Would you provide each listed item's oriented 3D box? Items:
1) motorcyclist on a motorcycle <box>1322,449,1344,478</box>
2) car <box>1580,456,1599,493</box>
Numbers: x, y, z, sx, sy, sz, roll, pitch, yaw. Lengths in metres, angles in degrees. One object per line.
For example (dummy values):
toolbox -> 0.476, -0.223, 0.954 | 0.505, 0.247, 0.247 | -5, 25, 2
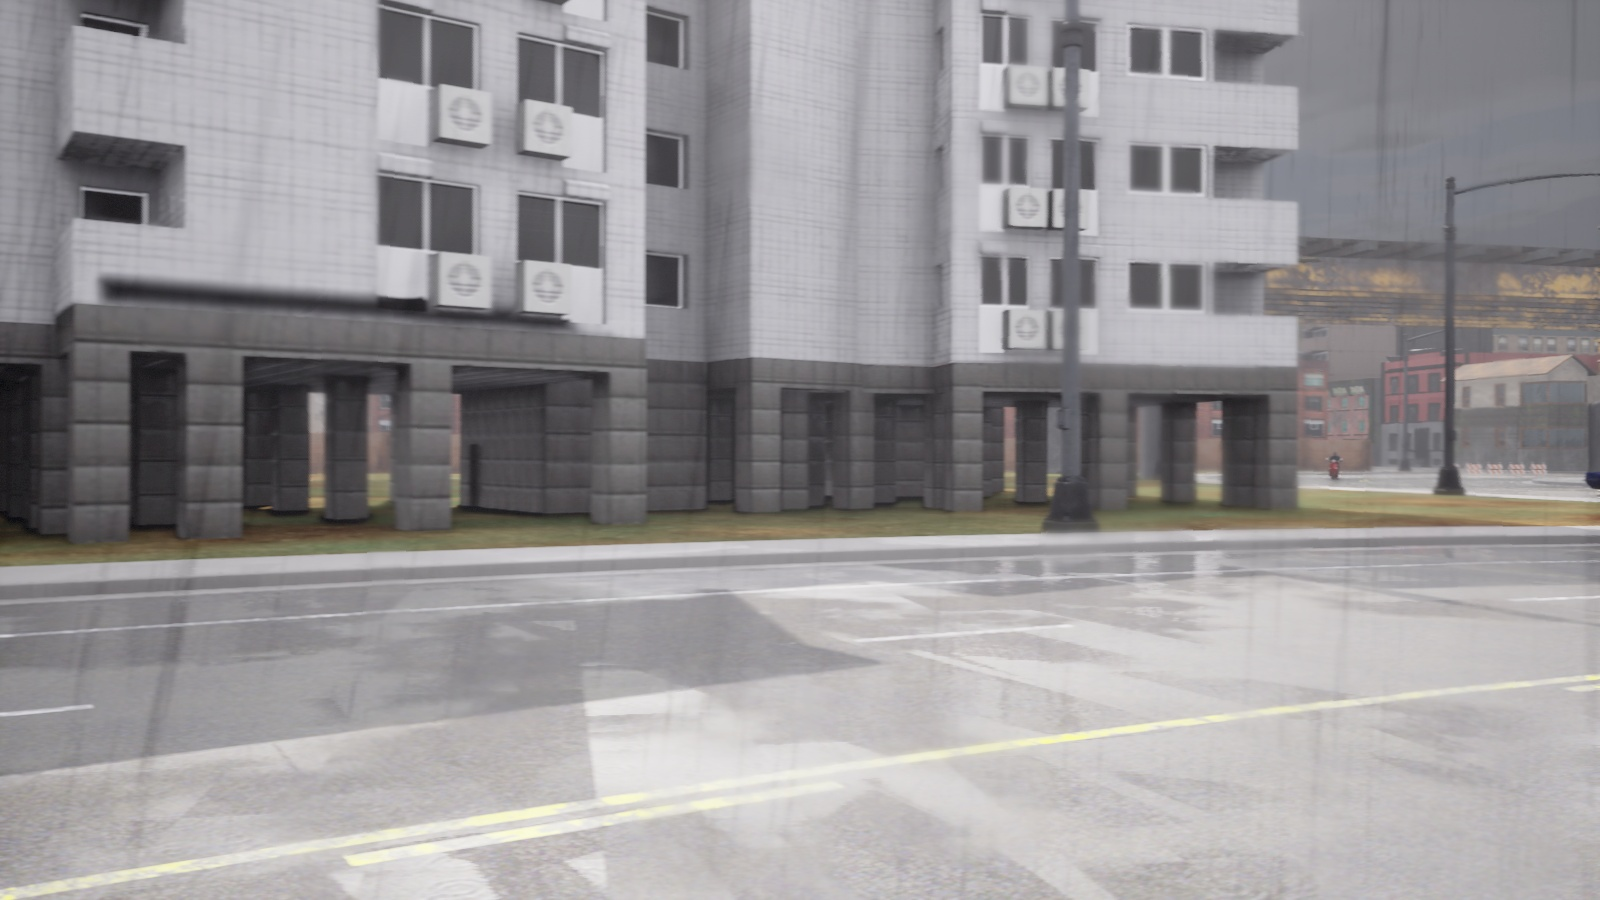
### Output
motorcyclist on a motorcycle -> 29.911, 0.764, 70.502 | 0.866, 1.590, 1.817 | 1, 0, 31
car -> 29.288, 0.868, 42.758 | 1.895, 1.301, 4.718 | 0, 0, -12
